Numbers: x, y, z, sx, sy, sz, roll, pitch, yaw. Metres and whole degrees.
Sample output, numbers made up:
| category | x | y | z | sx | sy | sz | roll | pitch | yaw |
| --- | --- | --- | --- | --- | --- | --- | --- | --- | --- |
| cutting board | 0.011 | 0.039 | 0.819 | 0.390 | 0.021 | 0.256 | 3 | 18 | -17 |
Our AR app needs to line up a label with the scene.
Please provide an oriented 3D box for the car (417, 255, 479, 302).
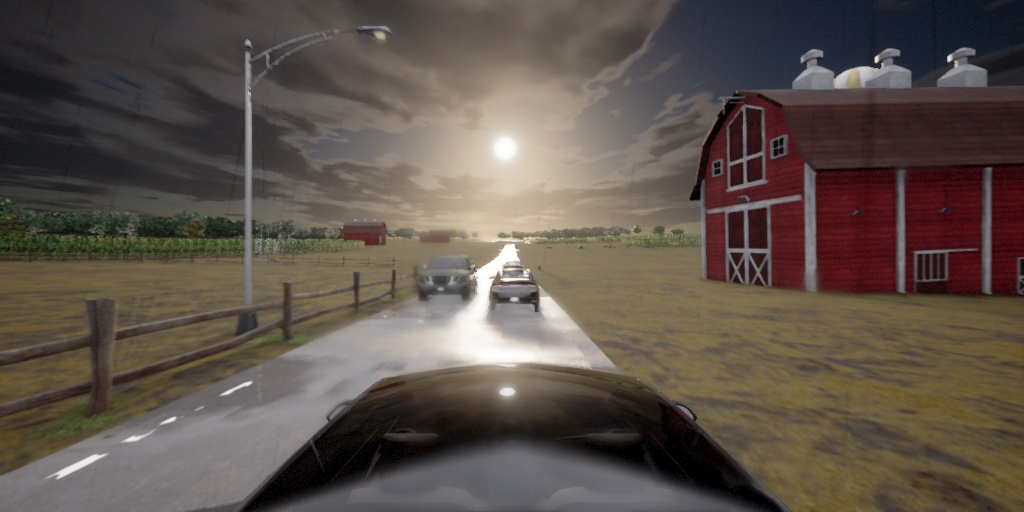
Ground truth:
| category | x | y | z | sx | sy | sz | roll | pitch | yaw |
| --- | --- | --- | --- | --- | --- | --- | --- | --- | --- |
| car | -2.851 | 0.961 | 17.114 | 2.150 | 2.045 | 5.566 | 0 | 0 | 0 |

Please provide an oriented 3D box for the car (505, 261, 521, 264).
| category | x | y | z | sx | sy | sz | roll | pitch | yaw |
| --- | --- | --- | --- | --- | --- | --- | --- | --- | --- |
| car | 0.085 | 1.202 | 32.811 | 1.882 | 1.535 | 5.008 | 0 | 0 | 0 |

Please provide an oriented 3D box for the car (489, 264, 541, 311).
| category | x | y | z | sx | sy | sz | roll | pitch | yaw |
| --- | --- | --- | --- | --- | --- | --- | --- | --- | --- |
| car | 0.094 | 1.233 | 14.399 | 2.128 | 1.511 | 4.902 | 0 | 0 | 0 |
